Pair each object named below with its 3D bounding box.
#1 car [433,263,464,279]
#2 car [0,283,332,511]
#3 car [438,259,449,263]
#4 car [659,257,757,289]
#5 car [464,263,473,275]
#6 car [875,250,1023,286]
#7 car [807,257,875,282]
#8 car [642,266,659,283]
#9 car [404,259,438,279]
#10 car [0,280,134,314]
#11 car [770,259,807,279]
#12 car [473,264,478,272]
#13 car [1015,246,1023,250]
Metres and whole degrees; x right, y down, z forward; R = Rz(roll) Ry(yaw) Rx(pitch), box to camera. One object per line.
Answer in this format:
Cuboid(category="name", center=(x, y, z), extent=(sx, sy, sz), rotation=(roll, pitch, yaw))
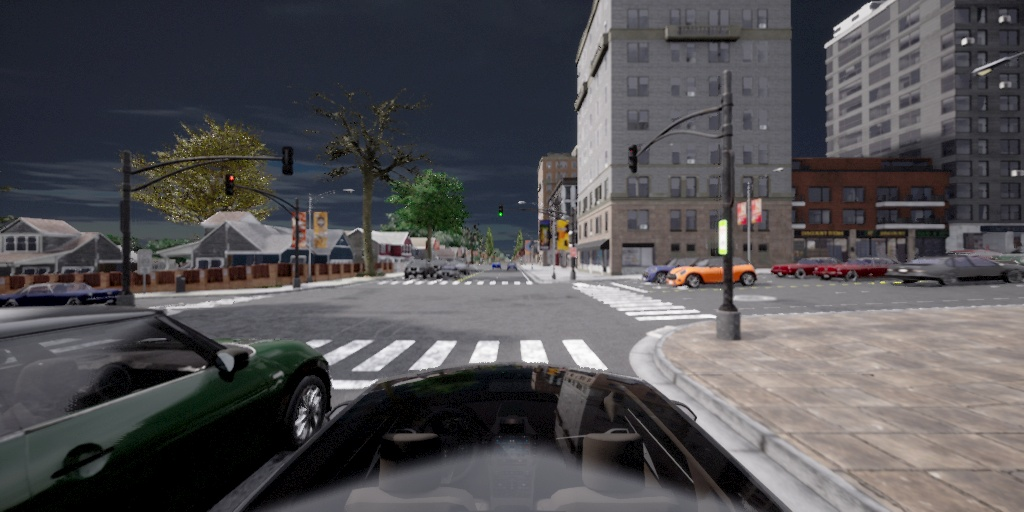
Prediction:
Cuboid(category="car", center=(-6.628, 1.676, 37.768), extent=(1.994, 1.385, 4.181), rotation=(0, -1, 0))
Cuboid(category="car", center=(-3.150, 1.107, 2.355), extent=(2.097, 1.767, 4.553), rotation=(0, -1, 0))
Cuboid(category="car", center=(-9.888, 1.460, 49.024), extent=(2.150, 2.045, 5.566), rotation=(0, -1, -1))
Cuboid(category="car", center=(11.362, 0.860, 20.693), extent=(4.553, 1.767, 2.097), rotation=(-2, 0, 0))
Cuboid(category="car", center=(-6.640, 1.690, 46.758), extent=(1.882, 1.535, 5.008), rotation=(0, -1, 0))
Cuboid(category="car", center=(21.341, 0.650, 17.285), extent=(5.357, 1.411, 2.033), rotation=(-2, 0, 0))
Cuboid(category="car", center=(20.346, 0.764, 20.725), extent=(4.718, 1.301, 1.895), rotation=(-2, 0, 0))
Cuboid(category="car", center=(11.110, 0.890, 24.013), extent=(4.553, 1.767, 2.097), rotation=(-2, 0, 2))
Cuboid(category="car", center=(-9.884, 1.344, 38.660), extent=(2.150, 2.045, 5.566), rotation=(0, -1, 0))
Cuboid(category="car", center=(-21.629, 1.955, 17.339), extent=(4.718, 1.301, 1.895), rotation=(-2, 0, 0))
Cuboid(category="car", center=(20.106, 0.794, 23.974), extent=(4.718, 1.301, 1.895), rotation=(-2, 0, 0))
Cuboid(category="car", center=(-6.635, 1.959, 58.720), extent=(1.895, 1.301, 4.718), rotation=(0, -1, 0))
Cuboid(category="car", center=(30.501, 0.134, 20.761), extent=(4.553, 1.767, 2.097), rotation=(-2, 0, 0))
